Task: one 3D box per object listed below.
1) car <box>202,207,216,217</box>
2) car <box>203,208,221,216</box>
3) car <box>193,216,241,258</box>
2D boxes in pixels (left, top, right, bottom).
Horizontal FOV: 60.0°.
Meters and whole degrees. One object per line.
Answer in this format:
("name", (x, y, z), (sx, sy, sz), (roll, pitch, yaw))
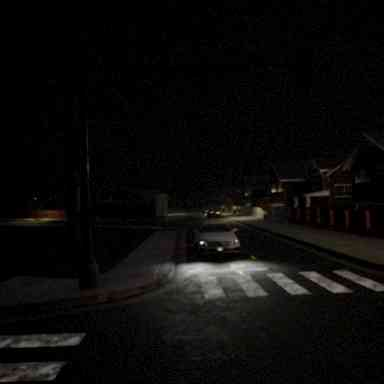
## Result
("car", (3.065, 3.681, 61.527), (2.128, 1.511, 4.902), (-2, -2, -1))
("car", (3.292, 3.247, 50.296), (2.128, 1.511, 4.902), (-2, -2, -1))
("car", (1.060, 2.110, 15.736), (1.812, 1.442, 4.674), (-2, -2, -2))
